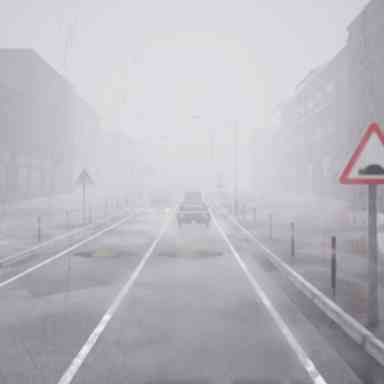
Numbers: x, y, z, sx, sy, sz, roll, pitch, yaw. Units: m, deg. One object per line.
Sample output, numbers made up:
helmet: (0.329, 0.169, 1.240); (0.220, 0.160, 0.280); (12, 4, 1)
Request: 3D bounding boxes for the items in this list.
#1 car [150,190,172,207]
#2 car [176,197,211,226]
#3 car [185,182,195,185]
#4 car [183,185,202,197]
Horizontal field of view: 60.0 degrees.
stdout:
car: (-3.085, 0.544, 33.464); (1.882, 1.535, 5.008); (0, 3, 0)
car: (0.096, 1.257, 20.159); (1.895, 1.301, 4.718); (0, 2, 0)
car: (-0.553, -1.188, 73.731); (2.150, 2.045, 5.566); (0, 1, 8)
car: (0.118, 0.283, 38.339); (1.882, 1.535, 5.008); (0, 3, 0)
